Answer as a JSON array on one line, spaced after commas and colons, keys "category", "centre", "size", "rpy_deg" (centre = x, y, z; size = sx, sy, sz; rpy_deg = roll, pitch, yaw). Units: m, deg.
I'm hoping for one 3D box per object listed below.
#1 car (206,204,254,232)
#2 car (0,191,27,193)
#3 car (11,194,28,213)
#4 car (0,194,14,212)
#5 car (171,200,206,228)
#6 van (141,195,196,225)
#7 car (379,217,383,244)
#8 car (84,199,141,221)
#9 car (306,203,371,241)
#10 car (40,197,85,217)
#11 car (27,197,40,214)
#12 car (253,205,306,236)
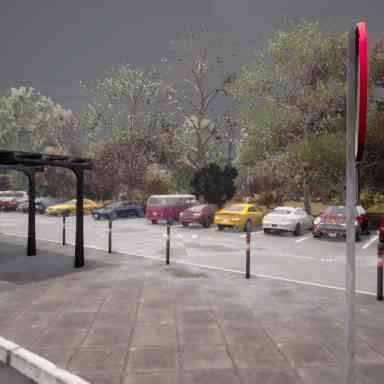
[{"category": "car", "centre": [3.265, 1.476, 20.396], "size": [2.097, 1.535, 5.008], "rpy_deg": [1, 0, 35]}, {"category": "car", "centre": [-21.605, 0.950, 38.102], "size": [2.435, 2.045, 5.566], "rpy_deg": [1, 0, 36]}, {"category": "car", "centre": [-14.807, 1.277, 33.297], "size": [2.231, 1.521, 4.892], "rpy_deg": [1, 0, 35]}, {"category": "car", "centre": [-17.067, 1.251, 34.908], "size": [2.097, 1.535, 5.008], "rpy_deg": [1, 0, 35]}, {"category": "car", "centre": [1.004, 1.491, 22.010], "size": [2.002, 1.452, 4.674], "rpy_deg": [1, 0, 36]}, {"category": "van", "centre": [-1.183, 1.200, 23.717], "size": [1.878, 1.987, 4.442], "rpy_deg": [1, 0, 35]}, {"category": "car", "centre": [10.050, 1.553, 15.571], "size": [2.097, 1.535, 5.008], "rpy_deg": [1, 0, 35]}, {"category": "car", "centre": [-5.789, 1.405, 26.822], "size": [2.163, 1.488, 4.792], "rpy_deg": [1, 0, 35]}, {"category": "car", "centre": [7.806, 1.402, 17.202], "size": [2.185, 1.767, 4.553], "rpy_deg": [1, 0, 35]}, {"category": "car", "centre": [-10.400, 1.323, 29.918], "size": [1.946, 1.575, 5.366], "rpy_deg": [1, 0, 36]}, {"category": "car", "centre": [-12.535, 1.331, 31.704], "size": [2.163, 1.488, 4.792], "rpy_deg": [1, 0, 35]}, {"category": "car", "centre": [5.526, 1.542, 18.787], "size": [2.002, 1.452, 4.674], "rpy_deg": [1, 0, 35]}]
